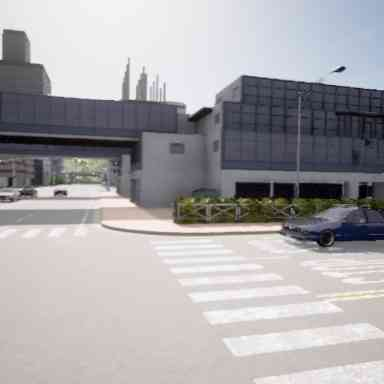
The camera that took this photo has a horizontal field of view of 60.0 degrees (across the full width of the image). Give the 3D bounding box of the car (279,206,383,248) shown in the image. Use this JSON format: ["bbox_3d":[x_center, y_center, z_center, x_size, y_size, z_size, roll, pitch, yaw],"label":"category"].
[{"bbox_3d":[6.242,1.288,13.164,5.357,1.411,2.033,0,1,-14],"label":"car"}]

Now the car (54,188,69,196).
[{"bbox_3d":[-21.094,-0.055,53.752,1.895,1.301,4.718,0,1,-15],"label":"car"}]

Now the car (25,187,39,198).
[{"bbox_3d":[-23.022,0.038,46.989,2.033,1.411,5.357,0,1,-15],"label":"car"}]

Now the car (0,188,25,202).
[{"bbox_3d":[-20.104,0.324,36.356,1.812,1.442,4.674,0,1,-15],"label":"car"}]
